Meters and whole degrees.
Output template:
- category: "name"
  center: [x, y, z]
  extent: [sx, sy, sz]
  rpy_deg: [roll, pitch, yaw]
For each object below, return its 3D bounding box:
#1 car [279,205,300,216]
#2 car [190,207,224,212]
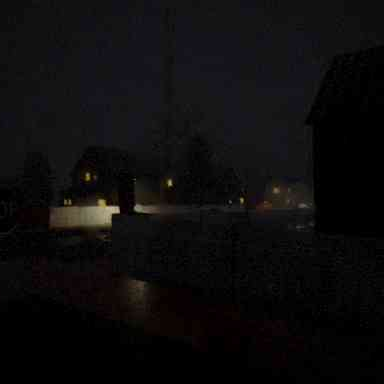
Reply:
- category: "car"
  center: [13.530, 2.563, 45.899]
  extent: [1.837, 1.490, 4.892]
  rpy_deg: [-1, -2, 36]
- category: "car"
  center: [1.070, 2.045, 28.587]
  extent: [1.882, 1.535, 5.008]
  rpy_deg: [-1, -2, 35]
